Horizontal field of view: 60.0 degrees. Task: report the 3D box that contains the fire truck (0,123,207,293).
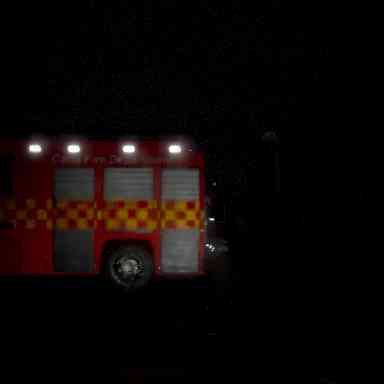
[{"bbox_3d":[-3.818,0.290,8.693,8.468,3.827,2.891,0,0,0],"label":"fire truck"}]
